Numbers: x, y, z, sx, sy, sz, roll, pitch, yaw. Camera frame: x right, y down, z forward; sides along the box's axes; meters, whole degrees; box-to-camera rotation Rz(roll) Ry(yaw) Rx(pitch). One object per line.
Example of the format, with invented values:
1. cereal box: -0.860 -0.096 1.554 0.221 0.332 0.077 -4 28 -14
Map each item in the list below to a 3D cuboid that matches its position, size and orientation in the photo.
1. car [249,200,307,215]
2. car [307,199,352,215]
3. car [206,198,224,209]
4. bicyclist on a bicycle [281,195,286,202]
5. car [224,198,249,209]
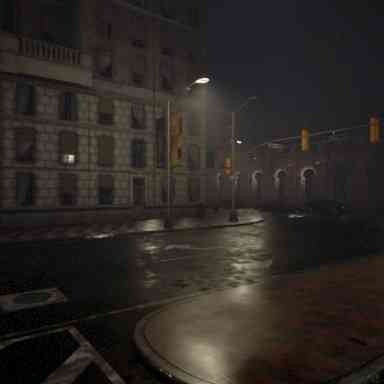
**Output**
1. car: 8.880 1.547 34.800 2.033 1.411 5.357 0 0 -33
2. car: 13.808 1.507 34.157 1.837 1.490 4.892 0 -1 -36
3. car: 1.641 1.492 45.034 2.128 1.511 4.902 0 0 -36
4. bicyclist on a bicycle: 15.528 1.301 56.489 1.656 1.620 0.582 0 0 -36
5. car: 5.785 1.526 45.272 1.812 1.442 4.674 0 0 -36
